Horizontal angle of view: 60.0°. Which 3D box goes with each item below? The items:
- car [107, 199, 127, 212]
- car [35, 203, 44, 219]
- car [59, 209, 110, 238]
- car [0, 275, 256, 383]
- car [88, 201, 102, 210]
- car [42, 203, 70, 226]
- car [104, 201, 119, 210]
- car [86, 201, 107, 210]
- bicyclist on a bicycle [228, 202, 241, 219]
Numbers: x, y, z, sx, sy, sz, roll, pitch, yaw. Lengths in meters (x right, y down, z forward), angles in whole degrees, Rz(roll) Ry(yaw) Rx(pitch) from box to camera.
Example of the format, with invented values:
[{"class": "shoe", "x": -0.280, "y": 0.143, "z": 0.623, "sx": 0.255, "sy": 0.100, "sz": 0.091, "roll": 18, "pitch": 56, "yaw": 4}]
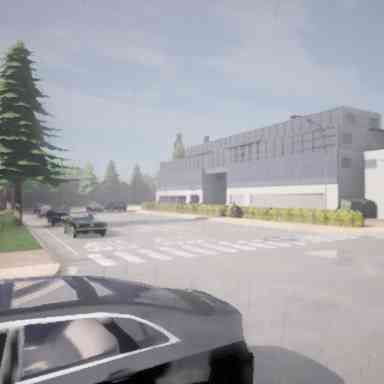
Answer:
[{"class": "car", "x": -11.548, "y": 2.051, "z": 51.318, "sx": 2.150, "sy": 2.045, "sz": 5.566, "roll": 0, "pitch": -1, "yaw": -25}, {"class": "car", "x": -16.200, "y": 2.174, "z": 37.380, "sx": 1.812, "sy": 1.442, "sz": 4.674, "roll": 0, "pitch": -1, "yaw": -29}, {"class": "car", "x": -6.586, "y": 1.945, "z": 20.224, "sx": 1.895, "sy": 1.301, "sz": 4.718, "roll": 0, "pitch": -1, "yaw": -29}, {"class": "car", "x": -1.739, "y": 1.542, "z": 2.579, "sx": 4.902, "sy": 1.511, "sz": 2.128, "roll": 0, "pitch": -1, "yaw": -30}, {"class": "car", "x": -18.267, "y": 2.538, "z": 62.662, "sx": 1.837, "sy": 1.490, "sz": 4.892, "roll": 0, "pitch": -1, "yaw": -7}, {"class": "car", "x": -11.210, "y": 1.981, "z": 28.431, "sx": 2.128, "sy": 1.511, "sz": 4.902, "roll": 0, "pitch": -1, "yaw": -29}, {"class": "car", "x": -14.857, "y": 2.489, "z": 61.481, "sx": 2.128, "sy": 1.511, "sz": 4.902, "roll": 0, "pitch": -1, "yaw": -6}, {"class": "car", "x": -14.487, "y": 2.417, "z": 49.418, "sx": 1.895, "sy": 1.301, "sz": 4.718, "roll": 0, "pitch": -1, "yaw": -26}, {"class": "bicyclist on a bicycle", "x": 4.102, "y": 1.760, "z": 31.766, "sx": 1.656, "sy": 1.620, "sz": 0.582, "roll": 0, "pitch": -1, "yaw": -29}]
